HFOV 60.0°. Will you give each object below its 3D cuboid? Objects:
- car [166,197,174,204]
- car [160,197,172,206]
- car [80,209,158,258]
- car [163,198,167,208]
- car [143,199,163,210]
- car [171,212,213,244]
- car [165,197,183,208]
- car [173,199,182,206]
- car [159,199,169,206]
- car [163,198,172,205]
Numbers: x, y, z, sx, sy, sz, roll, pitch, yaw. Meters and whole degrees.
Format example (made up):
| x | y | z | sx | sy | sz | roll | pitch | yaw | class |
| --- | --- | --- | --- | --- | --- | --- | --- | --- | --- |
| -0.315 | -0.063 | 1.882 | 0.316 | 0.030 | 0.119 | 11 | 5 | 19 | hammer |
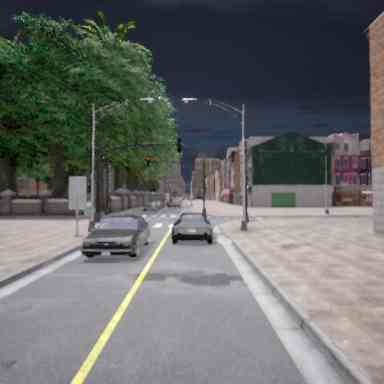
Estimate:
| x | y | z | sx | sy | sz | roll | pitch | yaw | class |
| --- | --- | --- | --- | --- | --- | --- | --- | --- | --- |
| -5.892 | 2.312 | 90.197 | 1.967 | 1.590 | 4.097 | 1 | -1 | 0 | car |
| -5.748 | 1.990 | 73.849 | 2.192 | 1.841 | 5.009 | 1 | -1 | 0 | car |
| -2.803 | 1.657 | 13.536 | 2.033 | 1.411 | 5.357 | 0 | 0 | 1 | car |
| -5.566 | 1.999 | 52.048 | 2.008 | 1.369 | 4.403 | 1 | -1 | 0 | car |
| -5.533 | 1.932 | 44.913 | 2.008 | 1.369 | 4.403 | 1 | -1 | 0 | car |
| 0.027 | 1.700 | 16.742 | 1.994 | 1.385 | 4.181 | 0 | 0 | 1 | car |
| -3.035 | 1.841 | 56.184 | 2.097 | 1.767 | 4.553 | 0 | -1 | 0 | car |
| -3.117 | 2.177 | 72.243 | 1.812 | 1.442 | 4.674 | 0 | -1 | 0 | car |
| -5.707 | 2.196 | 68.397 | 1.802 | 1.307 | 4.206 | 1 | -1 | 0 | car |
| -5.798 | 2.178 | 79.298 | 1.967 | 1.590 | 4.097 | 1 | -1 | 0 | car |
